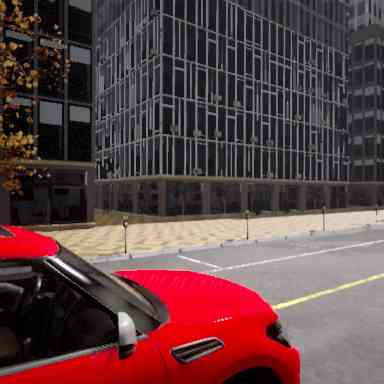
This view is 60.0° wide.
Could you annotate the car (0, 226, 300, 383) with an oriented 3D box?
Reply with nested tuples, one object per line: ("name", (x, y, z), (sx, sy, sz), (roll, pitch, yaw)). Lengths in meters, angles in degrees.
("car", (-1.680, 1.230, 2.235), (5.566, 2.045, 2.150), (0, 0, -36))
